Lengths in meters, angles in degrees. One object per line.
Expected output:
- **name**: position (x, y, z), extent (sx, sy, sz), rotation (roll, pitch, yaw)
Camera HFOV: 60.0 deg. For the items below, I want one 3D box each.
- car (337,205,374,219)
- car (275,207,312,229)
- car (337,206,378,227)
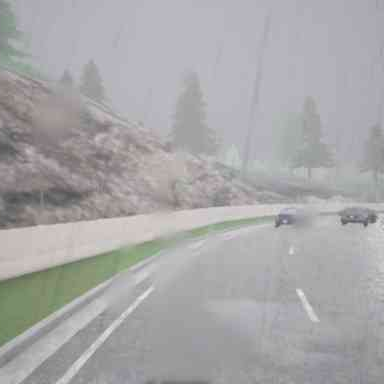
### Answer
- **car**: position (17.996, 2.167, 36.566), extent (4.718, 1.301, 1.895), rotation (1, -1, -40)
- **car**: position (7.577, 1.880, 24.778), extent (1.812, 1.442, 4.674), rotation (0, -1, 31)
- **car**: position (13.628, 1.969, 27.043), extent (2.033, 1.411, 5.357), rotation (0, -1, 39)
